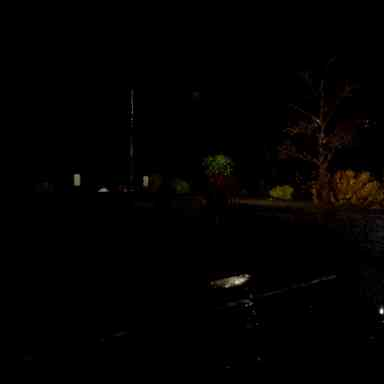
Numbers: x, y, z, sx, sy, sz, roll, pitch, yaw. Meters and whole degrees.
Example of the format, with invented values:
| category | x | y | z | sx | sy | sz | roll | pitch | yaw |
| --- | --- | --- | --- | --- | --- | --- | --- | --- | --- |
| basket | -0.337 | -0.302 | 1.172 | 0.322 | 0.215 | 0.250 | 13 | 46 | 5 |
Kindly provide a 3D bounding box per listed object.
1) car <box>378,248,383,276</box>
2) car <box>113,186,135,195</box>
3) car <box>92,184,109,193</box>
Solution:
| category | x | y | z | sx | sy | sz | roll | pitch | yaw |
| --- | --- | --- | --- | --- | --- | --- | --- | --- | --- |
| car | 6.721 | 1.393 | 8.657 | 4.674 | 1.442 | 1.812 | -2 | 2 | -36 |
| car | -10.872 | -0.257 | 52.429 | 1.895 | 1.301 | 4.718 | 0 | 2 | -36 |
| car | -16.680 | -0.687 | 60.532 | 2.128 | 1.511 | 4.902 | 0 | 2 | -36 |
